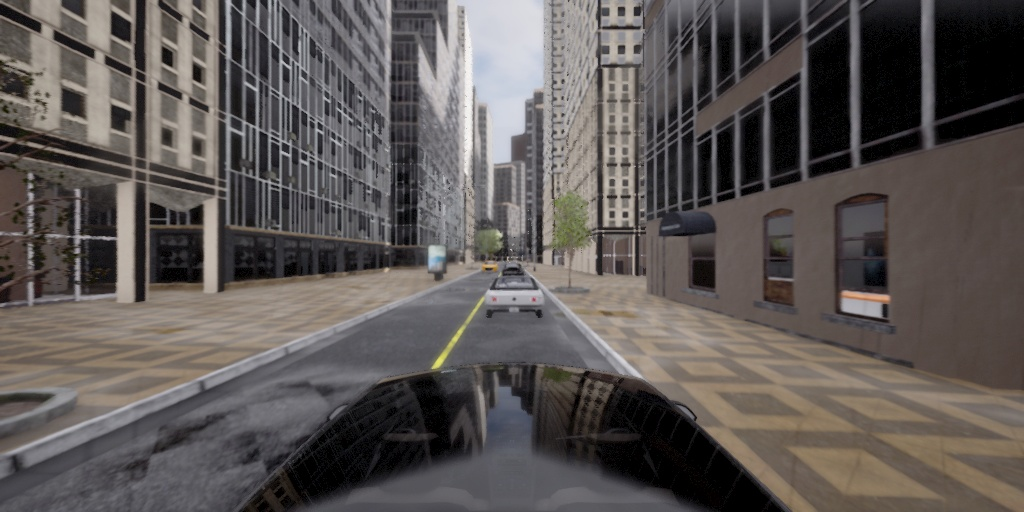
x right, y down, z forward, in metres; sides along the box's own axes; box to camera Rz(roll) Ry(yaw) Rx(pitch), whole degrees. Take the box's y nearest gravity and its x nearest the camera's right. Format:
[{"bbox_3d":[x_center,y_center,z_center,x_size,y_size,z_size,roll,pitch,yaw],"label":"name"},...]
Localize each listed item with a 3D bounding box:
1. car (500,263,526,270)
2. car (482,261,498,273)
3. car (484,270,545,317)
[{"bbox_3d":[0.087,1.339,30.194,1.837,1.490,4.892,0,0,0],"label":"car"},{"bbox_3d":[-2.827,1.373,46.404,1.882,1.535,5.008,0,0,0],"label":"car"},{"bbox_3d":[0.084,1.376,13.253,1.895,1.301,4.718,0,0,0],"label":"car"}]
